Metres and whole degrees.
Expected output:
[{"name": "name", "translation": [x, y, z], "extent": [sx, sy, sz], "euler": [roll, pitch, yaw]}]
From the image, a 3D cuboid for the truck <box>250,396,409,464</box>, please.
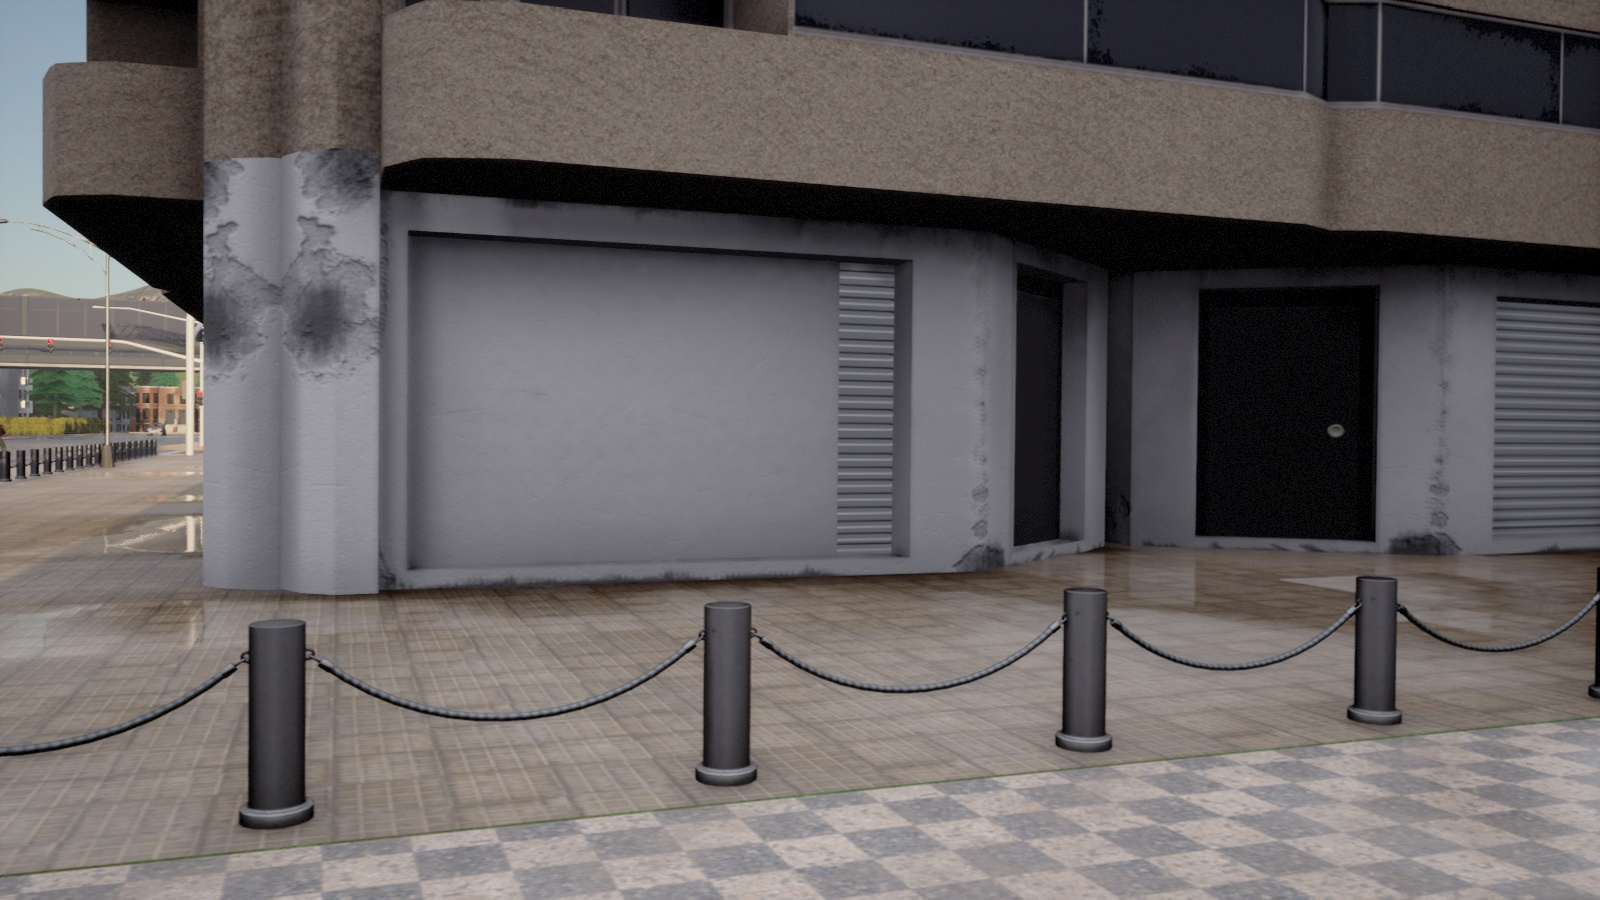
[{"name": "truck", "translation": [-27.324, -1.209, 73.216], "extent": [8.468, 3.827, 2.891], "euler": [-1, 1, -20]}]
